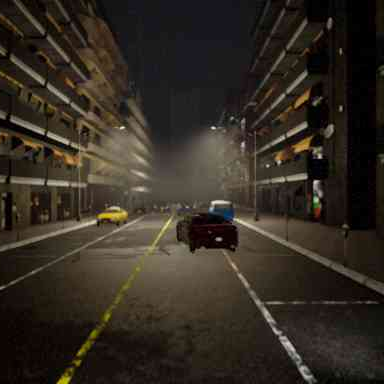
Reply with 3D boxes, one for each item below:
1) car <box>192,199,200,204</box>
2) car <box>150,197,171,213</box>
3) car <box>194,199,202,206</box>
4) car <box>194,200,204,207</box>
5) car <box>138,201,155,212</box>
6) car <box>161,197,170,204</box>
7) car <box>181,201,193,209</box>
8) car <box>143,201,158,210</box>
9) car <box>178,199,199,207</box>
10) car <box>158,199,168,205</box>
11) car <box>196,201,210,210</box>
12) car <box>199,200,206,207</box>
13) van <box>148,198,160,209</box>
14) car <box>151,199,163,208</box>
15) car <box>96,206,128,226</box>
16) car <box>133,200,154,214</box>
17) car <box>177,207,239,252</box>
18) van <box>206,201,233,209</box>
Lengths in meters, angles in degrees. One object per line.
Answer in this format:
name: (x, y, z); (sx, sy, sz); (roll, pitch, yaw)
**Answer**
car: (1.119, 2.572, 92.364); (1.887, 1.381, 4.507); (-1, -1, -1)
car: (-3.814, 1.827, 43.205); (2.097, 1.767, 4.553); (0, -1, -1)
car: (1.399, 2.365, 75.968); (1.752, 1.417, 4.829); (-1, -1, -1)
car: (1.496, 2.325, 70.275); (2.008, 1.369, 4.403); (-1, -1, -1)
car: (-6.505, 2.075, 48.056); (1.887, 1.381, 4.507); (-1, -1, -1)
car: (-7.264, 2.346, 92.236); (2.192, 1.841, 5.009); (-1, -1, -1)
car: (-0.852, 2.185, 56.542); (1.994, 1.385, 4.181); (0, -1, -1)
car: (-6.600, 2.137, 53.579); (1.887, 1.381, 4.507); (-1, -1, -1)
car: (-0.562, 1.784, 39.514); (2.097, 1.767, 4.553); (0, -1, -1)
car: (-7.073, 2.470, 81.190); (1.947, 1.339, 4.313); (-1, -1, -1)
car: (1.780, 2.139, 53.708); (2.008, 1.369, 4.403); (-1, -1, -1)
car: (1.874, 2.077, 48.186); (2.008, 1.369, 4.403); (-1, -1, -1)
van: (-6.697, 1.995, 59.103); (1.690, 1.788, 3.998); (-1, -1, -1)
car: (-6.790, 2.156, 64.624); (1.967, 1.590, 4.097); (-1, -1, -1)
car: (-6.125, 1.810, 25.797); (1.752, 1.417, 4.829); (-1, -1, -1)
car: (-6.411, 2.035, 42.533); (1.947, 1.339, 4.313); (-1, -1, -1)
car: (0.513, 1.637, 14.767); (1.882, 1.535, 5.008); (0, -1, -11)
van: (2.250, 1.624, 26.100); (1.690, 1.788, 3.998); (-1, -1, -1)
